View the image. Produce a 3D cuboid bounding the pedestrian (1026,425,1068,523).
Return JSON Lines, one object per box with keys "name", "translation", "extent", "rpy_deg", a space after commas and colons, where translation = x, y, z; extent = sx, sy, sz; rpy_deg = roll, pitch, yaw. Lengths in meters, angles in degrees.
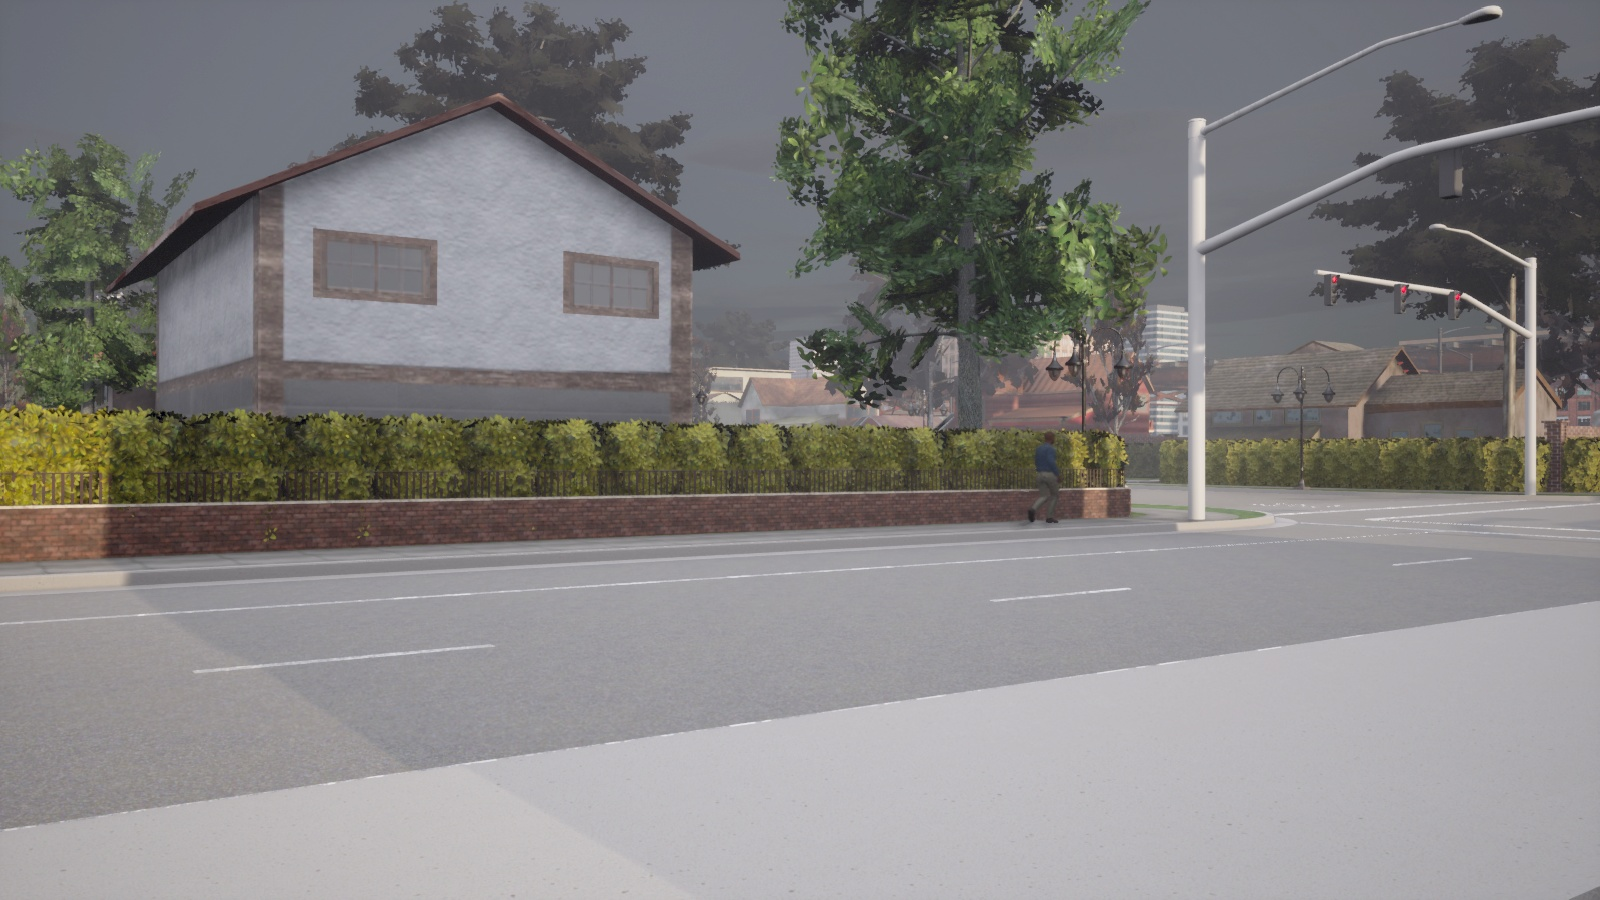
{"name": "pedestrian", "translation": [4.682, 0.444, 23.788], "extent": [0.726, 1.835, 0.370], "rpy_deg": [0, 0, -33]}
